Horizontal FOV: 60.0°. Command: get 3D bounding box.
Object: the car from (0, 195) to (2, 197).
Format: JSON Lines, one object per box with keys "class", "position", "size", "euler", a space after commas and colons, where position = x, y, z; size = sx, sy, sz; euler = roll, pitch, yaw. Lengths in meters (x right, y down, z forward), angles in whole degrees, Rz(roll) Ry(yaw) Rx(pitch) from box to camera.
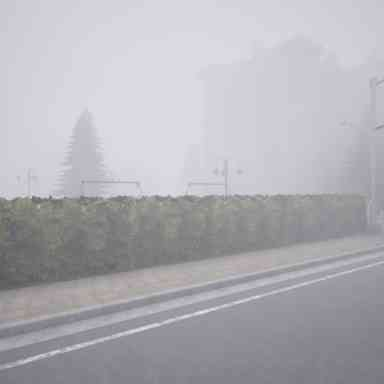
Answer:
{"class": "car", "position": [-40.266, 1.374, 67.273], "size": [3.633, 1.501, 1.845], "euler": [0, 0, -37]}
